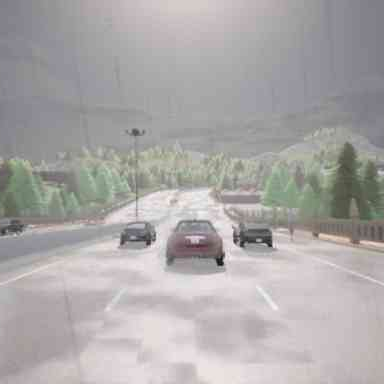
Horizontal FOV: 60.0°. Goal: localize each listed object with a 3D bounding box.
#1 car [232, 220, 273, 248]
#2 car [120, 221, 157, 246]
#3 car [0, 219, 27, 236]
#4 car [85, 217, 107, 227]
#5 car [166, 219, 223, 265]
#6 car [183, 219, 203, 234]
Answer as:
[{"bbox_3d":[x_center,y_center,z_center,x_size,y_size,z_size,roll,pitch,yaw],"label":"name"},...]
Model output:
[{"bbox_3d":[3.610,2.516,20.367,1.837,1.490,4.892,0,-4,0],"label":"car"},{"bbox_3d":[-3.391,2.615,21.479,1.812,1.442,4.674,0,-4,0],"label":"car"},{"bbox_3d":[-17.506,3.290,31.455,1.837,1.490,4.892,0,-5,1],"label":"car"},{"bbox_3d":[-13.977,4.393,48.684,2.097,1.767,4.553,0,-4,0],"label":"car"},{"bbox_3d":[0.107,1.922,14.048,2.097,1.767,4.553,0,-4,0],"label":"car"},{"bbox_3d":[0.116,3.634,35.869,2.033,1.411,5.357,0,-4,0],"label":"car"}]
